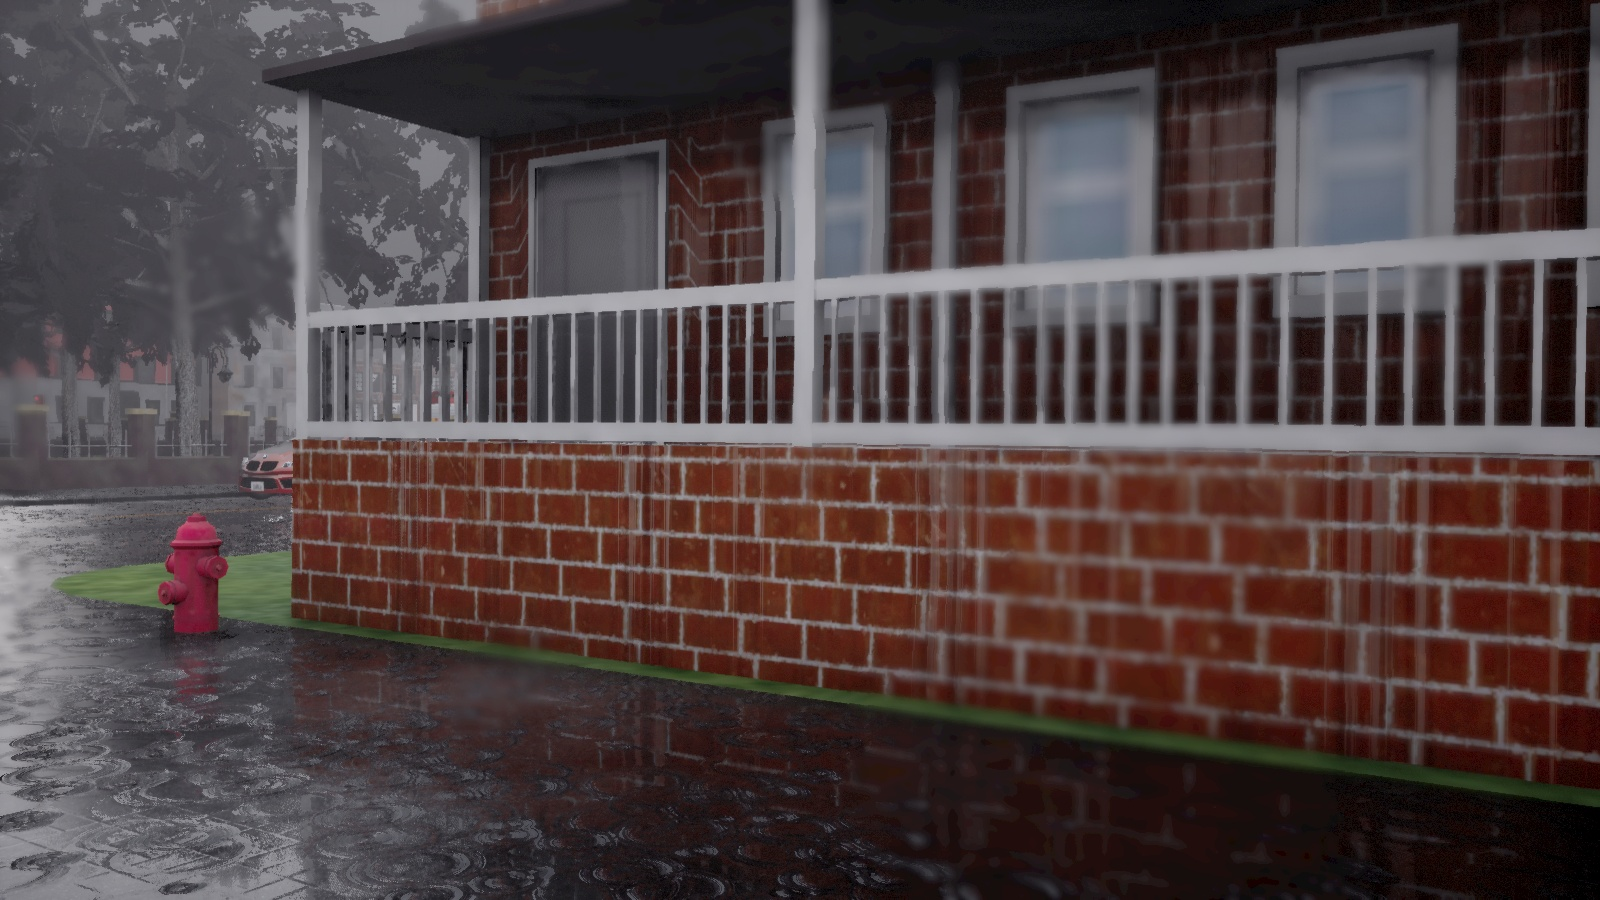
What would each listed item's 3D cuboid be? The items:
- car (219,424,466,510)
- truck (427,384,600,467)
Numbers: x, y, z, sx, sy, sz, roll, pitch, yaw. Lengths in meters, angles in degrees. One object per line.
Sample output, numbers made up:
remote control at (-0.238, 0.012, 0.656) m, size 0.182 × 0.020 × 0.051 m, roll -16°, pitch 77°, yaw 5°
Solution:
car at (-9.651, 0.296, 26.903) m, size 2.242 × 1.667 × 4.611 m, roll 0°, pitch 1°, yaw 29°
truck at (-14.007, -1.140, 61.061) m, size 8.468 × 3.827 × 2.891 m, roll 0°, pitch 1°, yaw 30°
